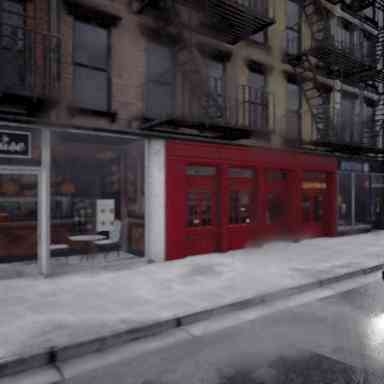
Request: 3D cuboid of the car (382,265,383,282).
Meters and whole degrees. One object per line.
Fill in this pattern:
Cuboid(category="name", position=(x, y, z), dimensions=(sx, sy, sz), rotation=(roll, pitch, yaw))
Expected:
Cuboid(category="car", position=(6.396, 1.518, 7.925), dimensions=(4.674, 1.442, 1.812), rotation=(0, 0, -36))
